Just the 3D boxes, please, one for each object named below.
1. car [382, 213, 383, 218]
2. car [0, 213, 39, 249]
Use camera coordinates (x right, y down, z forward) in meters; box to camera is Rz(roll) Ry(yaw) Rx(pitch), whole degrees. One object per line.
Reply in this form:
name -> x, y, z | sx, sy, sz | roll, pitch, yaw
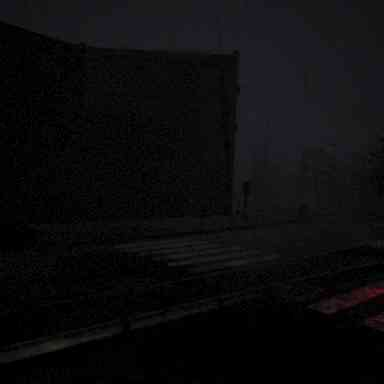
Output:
car -> 32.931, 3.470, 53.277 | 4.553, 1.767, 2.097 | 3, -2, -10
car -> -8.427, 1.503, 12.719 | 4.674, 1.452, 2.002 | 0, -2, -36
